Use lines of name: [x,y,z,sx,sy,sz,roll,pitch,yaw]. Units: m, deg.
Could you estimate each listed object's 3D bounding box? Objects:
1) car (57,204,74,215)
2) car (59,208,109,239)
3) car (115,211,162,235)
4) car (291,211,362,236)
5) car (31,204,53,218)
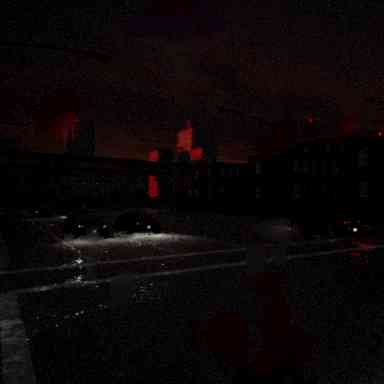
car: [-16.519,2.353,43.923,2.033,1.411,5.357,1,-1,-30]
car: [-6.499,1.900,20.134,1.812,1.442,4.674,1,-1,-31]
car: [-3.639,1.985,22.149,1.994,1.385,4.181,1,-1,-31]
car: [8.486,1.981,21.505,1.837,1.490,4.892,-1,-1,-24]
car: [-17.400,2.175,38.490,1.882,1.535,5.008,1,-2,-30]
